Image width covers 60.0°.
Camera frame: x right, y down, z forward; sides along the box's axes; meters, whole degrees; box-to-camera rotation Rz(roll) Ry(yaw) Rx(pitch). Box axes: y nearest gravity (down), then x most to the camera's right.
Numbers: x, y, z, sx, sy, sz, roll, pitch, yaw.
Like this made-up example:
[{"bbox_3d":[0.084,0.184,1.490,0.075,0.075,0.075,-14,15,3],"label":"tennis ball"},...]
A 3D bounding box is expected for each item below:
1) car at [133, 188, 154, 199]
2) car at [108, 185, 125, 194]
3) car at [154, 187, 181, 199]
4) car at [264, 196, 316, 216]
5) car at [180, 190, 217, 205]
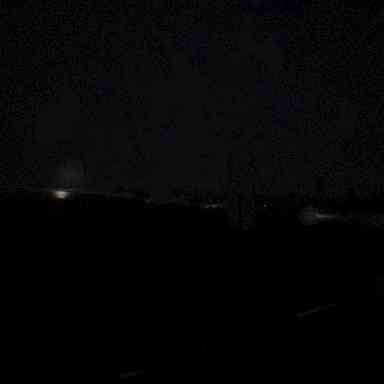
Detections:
[{"bbox_3d":[-6.831,0.159,48.237,2.128,1.511,4.902,-3,4,-35],"label":"car"},{"bbox_3d":[-14.658,-0.491,64.370,1.837,1.490,4.892,-3,3,-35],"label":"car"},{"bbox_3d":[-3.028,0.115,47.911,1.837,1.490,4.892,-3,4,-35],"label":"car"},{"bbox_3d":[7.941,1.073,27.283,1.994,1.385,4.181,-3,4,-35],"label":"car"},{"bbox_3d":[0.879,0.666,37.287,1.994,1.385,4.181,-3,4,-35],"label":"car"}]
